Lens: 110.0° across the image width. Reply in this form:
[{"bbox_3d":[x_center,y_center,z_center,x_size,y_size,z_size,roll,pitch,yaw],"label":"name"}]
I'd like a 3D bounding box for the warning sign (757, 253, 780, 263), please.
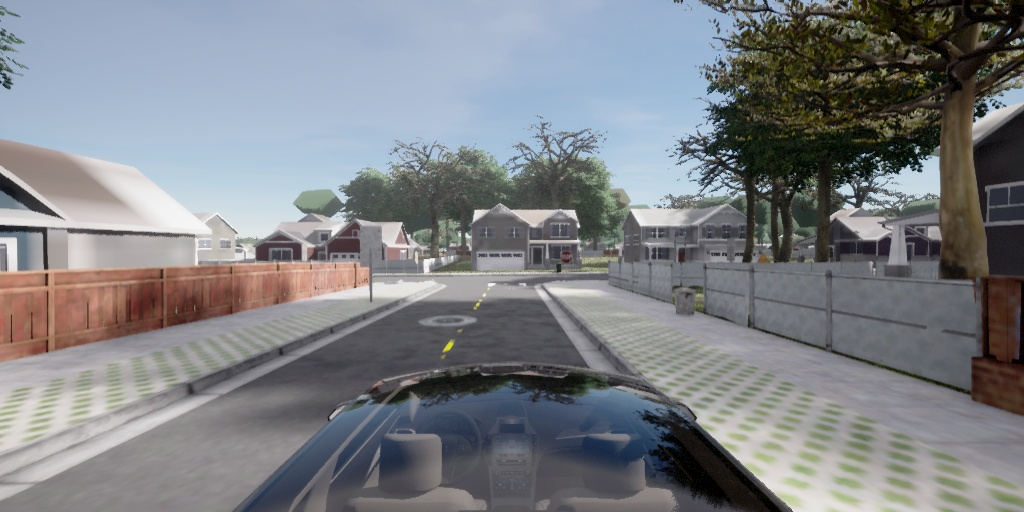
[{"bbox_3d":[18.439,0.704,26.226,1.060,1.860,1.300,0,0,0],"label":"warning sign"}]
